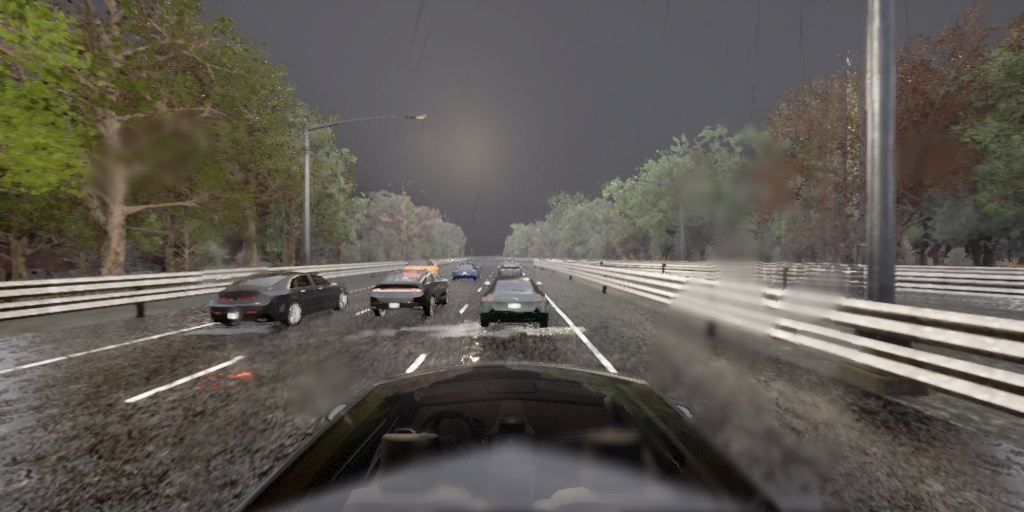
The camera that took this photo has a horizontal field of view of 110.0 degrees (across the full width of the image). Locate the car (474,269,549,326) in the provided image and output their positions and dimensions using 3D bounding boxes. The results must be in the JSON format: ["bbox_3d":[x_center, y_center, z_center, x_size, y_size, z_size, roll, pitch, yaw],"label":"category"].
[{"bbox_3d":[0.054,1.298,11.560,1.994,1.385,4.181,0,0,0],"label":"car"}]

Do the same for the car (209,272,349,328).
[{"bbox_3d":[-6.945,1.241,11.344,1.837,1.490,4.892,0,0,0],"label":"car"}]

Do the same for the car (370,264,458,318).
[{"bbox_3d":[-3.456,1.225,12.880,2.128,1.511,4.902,0,0,0],"label":"car"}]

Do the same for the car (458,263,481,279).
[{"bbox_3d":[-3.680,1.281,29.663,1.994,1.385,4.181,0,0,-1],"label":"car"}]

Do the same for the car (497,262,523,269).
[{"bbox_3d":[-0.165,1.207,28.906,2.128,1.511,4.902,0,0,-1],"label":"car"}]

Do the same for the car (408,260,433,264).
[{"bbox_3d":[-7.163,1.071,28.695,2.097,1.767,4.553,0,0,-1],"label":"car"}]
